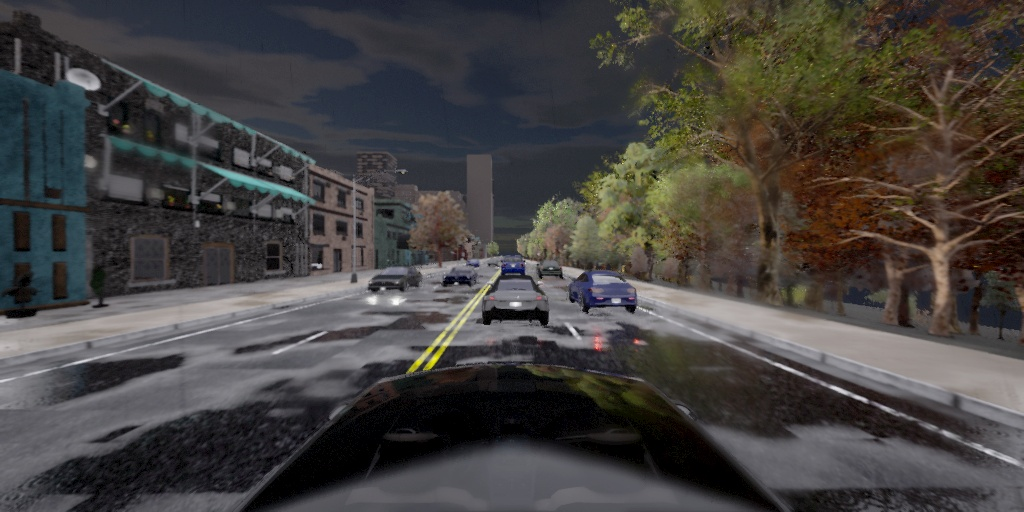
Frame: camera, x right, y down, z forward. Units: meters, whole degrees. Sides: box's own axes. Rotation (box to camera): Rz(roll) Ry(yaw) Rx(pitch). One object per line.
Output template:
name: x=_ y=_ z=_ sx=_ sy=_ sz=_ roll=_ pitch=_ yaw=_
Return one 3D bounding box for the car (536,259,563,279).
car: x=3.353 y=1.096 z=32.874 sx=2.097 sy=1.767 sz=4.553 roll=0 pitch=0 yaw=0

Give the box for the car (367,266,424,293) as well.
car: x=-6.598 y=1.293 z=20.981 sx=2.033 sy=1.411 sz=5.357 roll=0 pitch=0 yaw=0

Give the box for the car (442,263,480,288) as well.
car: x=-3.347 y=1.346 z=23.761 sx=1.895 sy=1.301 sz=4.718 roll=0 pitch=0 yaw=0

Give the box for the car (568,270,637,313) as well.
car: x=3.365 y=1.274 z=13.855 sx=1.812 sy=1.442 sz=4.674 roll=0 pitch=0 yaw=0

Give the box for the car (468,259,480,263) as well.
car: x=-6.694 y=1.215 z=62.930 sx=1.882 sy=1.535 sz=5.008 roll=0 pitch=0 yaw=0

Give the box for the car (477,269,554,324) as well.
car: x=0.102 y=1.312 z=11.978 sx=1.994 sy=1.385 sz=4.181 roll=0 pitch=0 yaw=0

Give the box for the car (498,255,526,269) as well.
car: x=0.103 y=0.965 z=33.877 sx=2.150 sy=2.045 sz=5.566 roll=0 pitch=0 yaw=0
